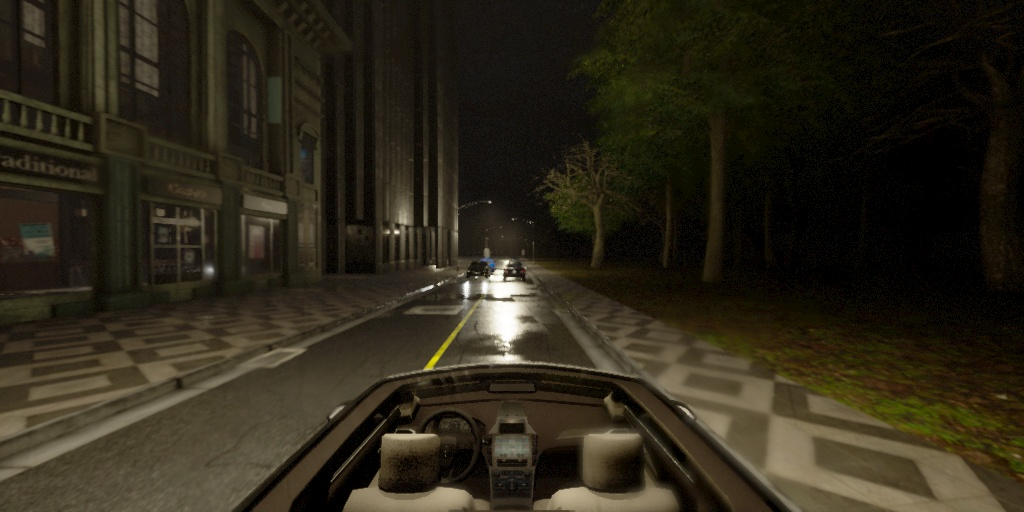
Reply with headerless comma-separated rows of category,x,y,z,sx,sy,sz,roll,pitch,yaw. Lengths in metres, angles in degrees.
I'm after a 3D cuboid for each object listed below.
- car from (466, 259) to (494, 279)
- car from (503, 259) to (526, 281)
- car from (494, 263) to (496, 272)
car,-2.856,1.169,31.271,1.837,1.490,4.892,0,0,0
car,0.201,1.229,29.443,2.033,1.411,5.357,0,0,1
car,-2.810,1.089,39.447,1.882,1.535,5.008,0,0,0
